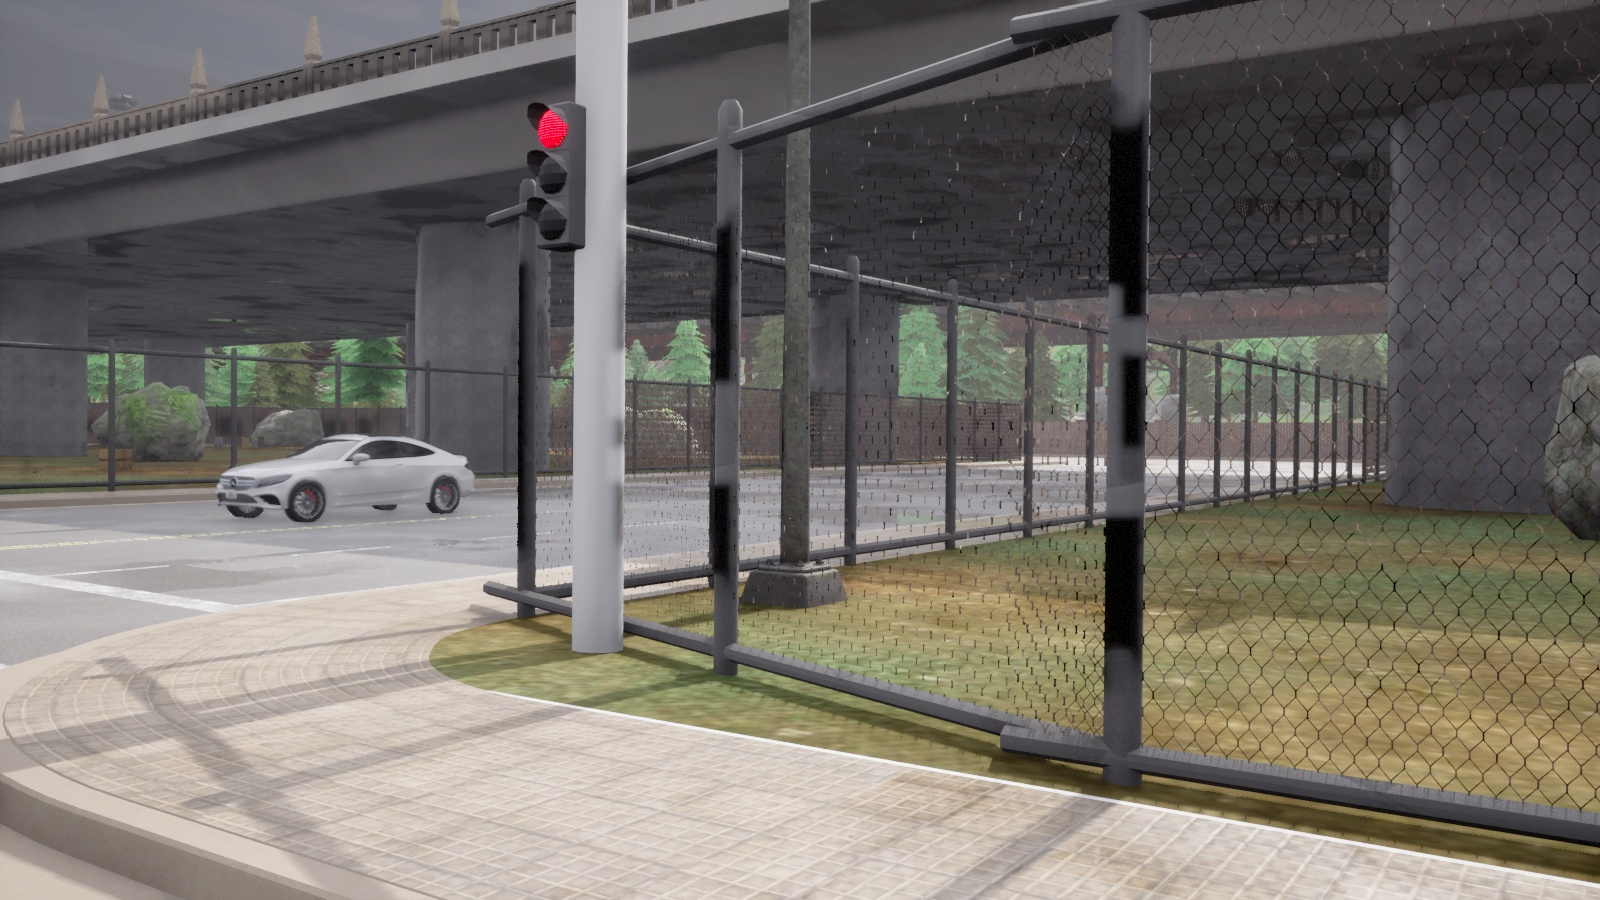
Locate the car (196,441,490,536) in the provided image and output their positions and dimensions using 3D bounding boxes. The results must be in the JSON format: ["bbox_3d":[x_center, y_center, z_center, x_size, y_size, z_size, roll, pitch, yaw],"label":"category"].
[{"bbox_3d":[-7.856,0.583,22.044,1.812,1.442,4.674,0,1,33],"label":"car"}]
